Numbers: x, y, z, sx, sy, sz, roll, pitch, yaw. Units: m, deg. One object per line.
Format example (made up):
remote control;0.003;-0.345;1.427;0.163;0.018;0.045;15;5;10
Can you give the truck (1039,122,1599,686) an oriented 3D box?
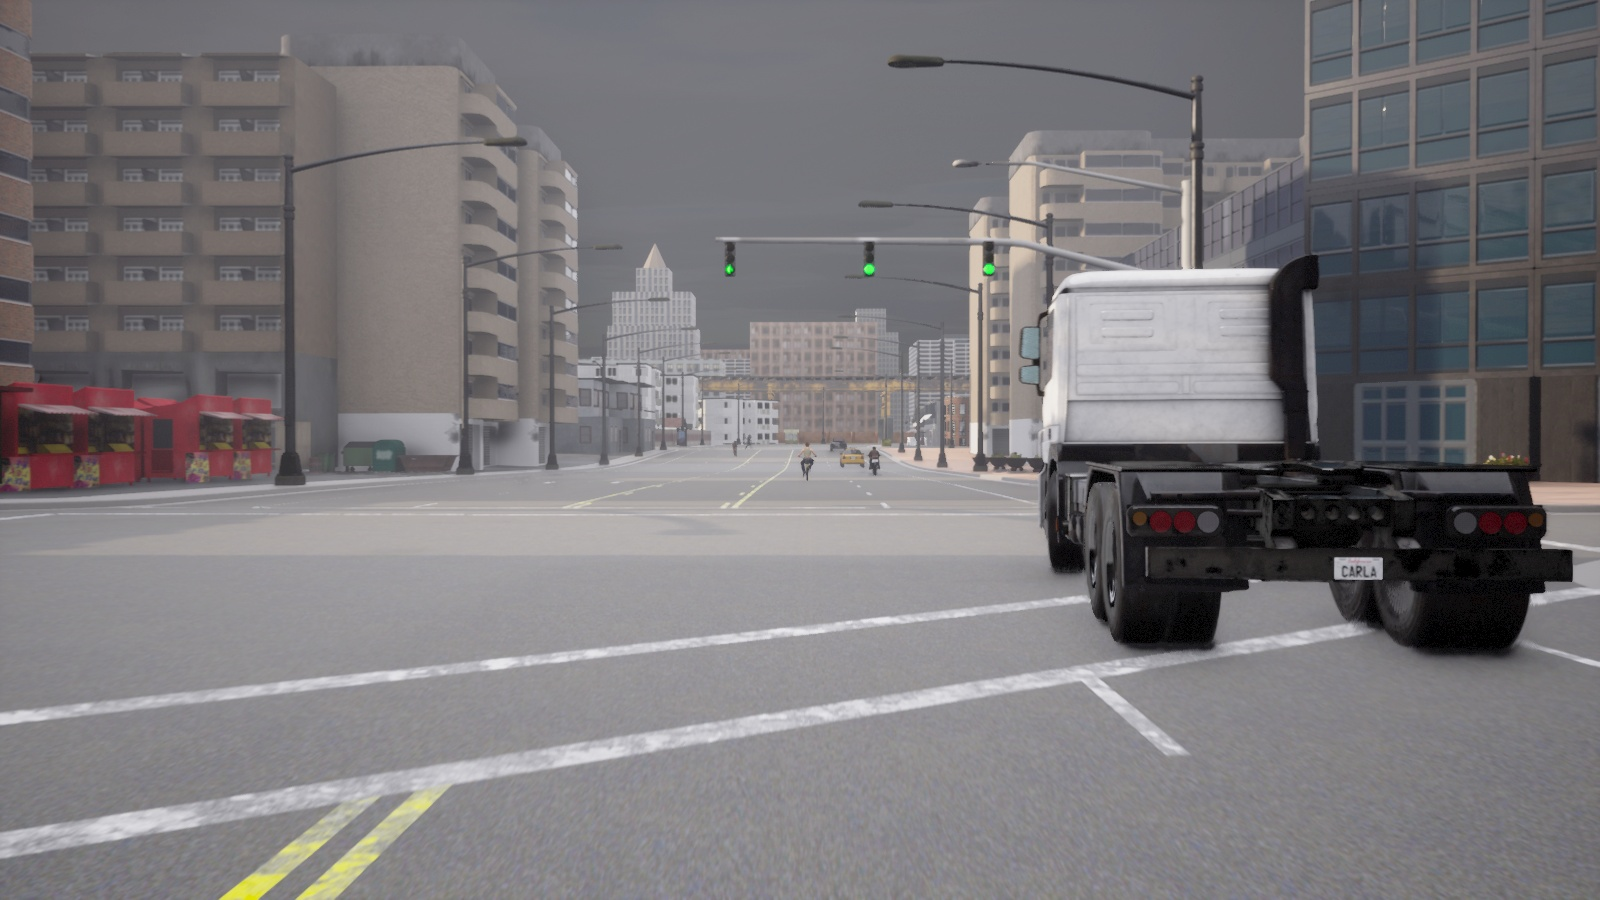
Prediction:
truck;3.986;-0.319;11.819;2.891;3.462;7.936;0;1;7

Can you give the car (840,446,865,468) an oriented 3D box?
car;4.076;0.528;98.074;1.801;1.575;5.366;0;1;0
